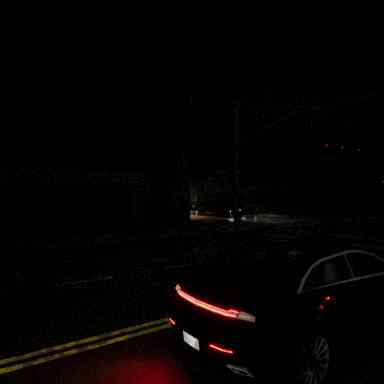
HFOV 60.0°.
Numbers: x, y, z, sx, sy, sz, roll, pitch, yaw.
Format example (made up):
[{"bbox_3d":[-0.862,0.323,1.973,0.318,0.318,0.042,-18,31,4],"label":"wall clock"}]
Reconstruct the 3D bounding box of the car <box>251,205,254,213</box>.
[{"bbox_3d":[4.264,1.478,34.820,1.882,1.535,5.008,0,0,-37],"label":"car"}]

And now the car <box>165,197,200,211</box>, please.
[{"bbox_3d":[-1.274,1.491,42.241,2.128,1.511,4.902,0,0,-37],"label":"car"}]

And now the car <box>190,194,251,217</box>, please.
[{"bbox_3d":[2.546,1.221,31.277,2.150,2.045,5.566,0,0,-36],"label":"car"}]

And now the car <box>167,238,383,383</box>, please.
[{"bbox_3d":[1.964,1.492,5.231,4.902,1.511,2.128,0,0,-35],"label":"car"}]
